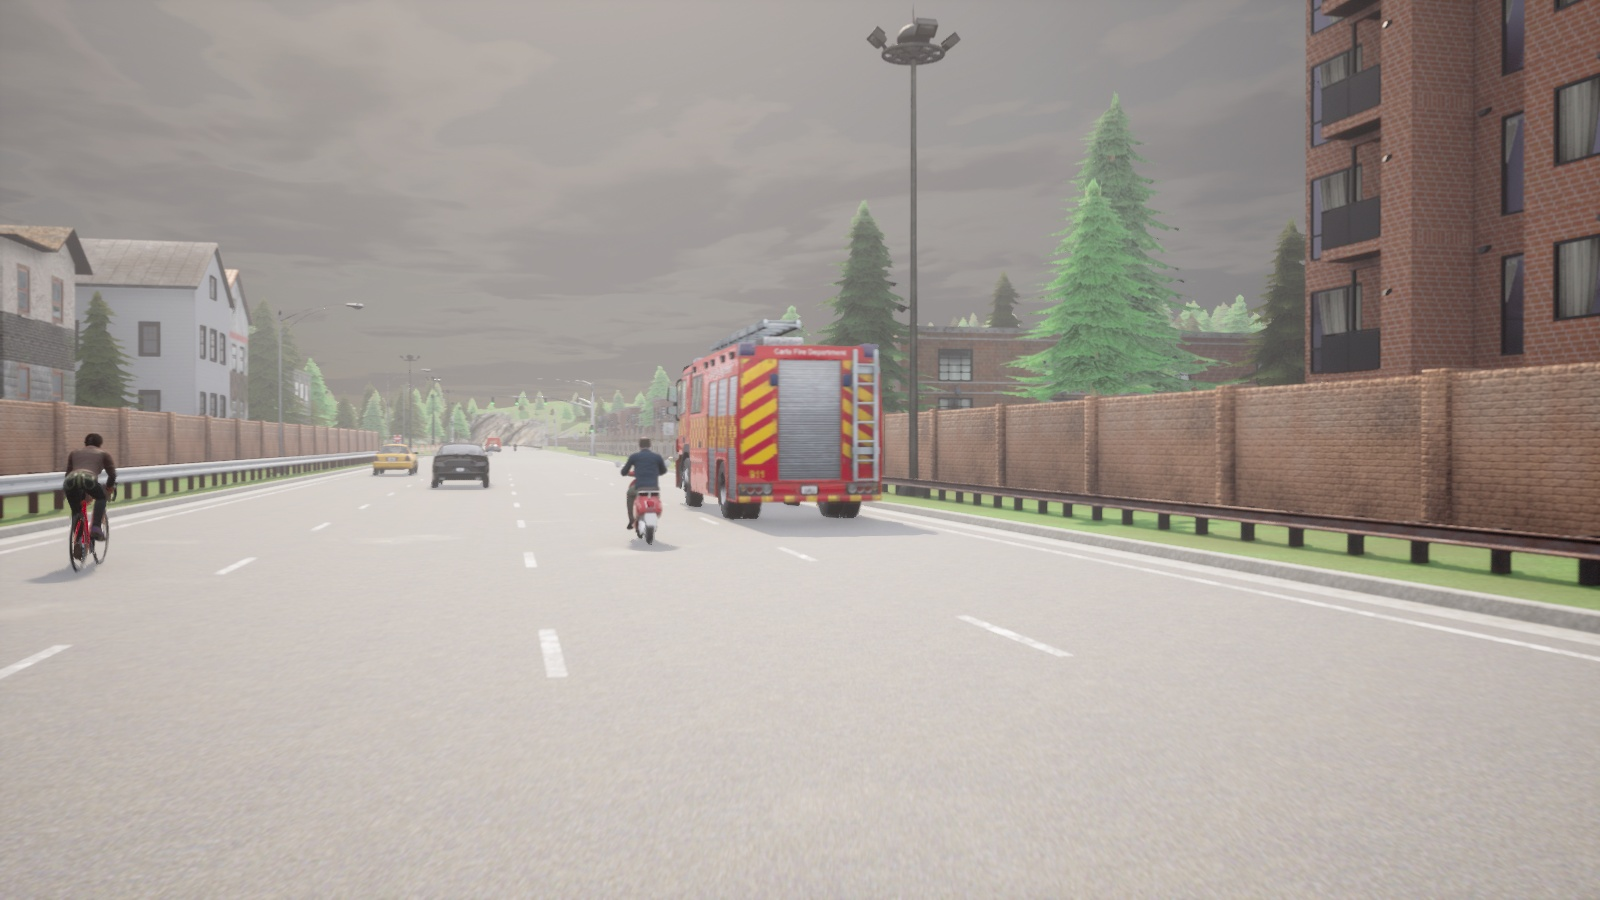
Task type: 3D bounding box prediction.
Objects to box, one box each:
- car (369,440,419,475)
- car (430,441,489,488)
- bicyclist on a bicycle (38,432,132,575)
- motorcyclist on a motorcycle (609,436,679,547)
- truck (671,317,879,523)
[{"bbox_3d":[-19.232,0.334,59.667,1.801,1.575,5.366,0,0,-13],"label":"car"},{"bbox_3d":[-11.913,0.467,44.115,1.882,1.535,5.008,0,0,-14],"label":"car"},{"bbox_3d":[-8.544,0.607,15.060,0.582,1.620,1.656,0,0,-16],"label":"bicyclist on a bicycle"},{"bbox_3d":[-2.395,0.591,19.065,0.866,1.590,1.817,0,0,-13],"label":"motorcyclist on a motorcycle"},{"bbox_3d":[-0.869,-0.575,27.785,2.891,3.827,8.468,0,0,-13],"label":"truck"}]
